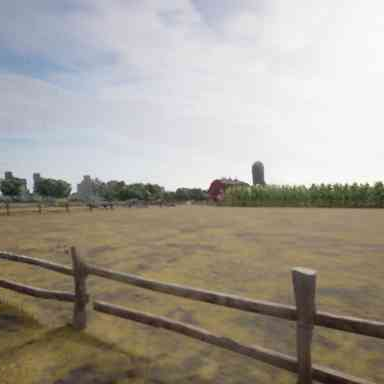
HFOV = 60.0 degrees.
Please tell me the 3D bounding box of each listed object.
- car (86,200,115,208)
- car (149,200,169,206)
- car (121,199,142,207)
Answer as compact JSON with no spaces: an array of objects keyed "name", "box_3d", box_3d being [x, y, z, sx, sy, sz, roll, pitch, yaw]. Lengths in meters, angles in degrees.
[{"name":"car","box_3d":[-15.993,2.177,58.290,2.033,1.411,5.357,-3,-2,35]},{"name":"car","box_3d":[-6.974,2.285,71.336,1.895,1.301,4.718,-3,-2,35]},{"name":"car","box_3d":[-12.347,2.196,68.406,1.837,1.490,4.892,-3,-2,35]}]
